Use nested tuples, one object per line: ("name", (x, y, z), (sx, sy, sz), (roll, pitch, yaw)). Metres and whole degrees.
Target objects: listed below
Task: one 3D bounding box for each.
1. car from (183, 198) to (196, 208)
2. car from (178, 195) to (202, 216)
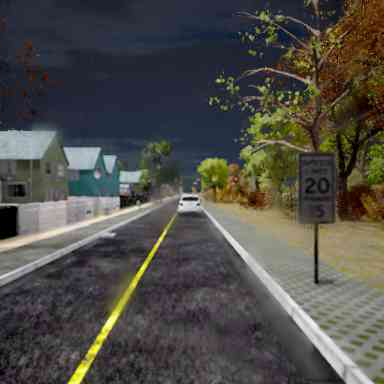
("car", (-0.399, 1.666, 52.820), (2.033, 1.411, 5.357), (0, 0, 0))
("car", (-0.194, 1.298, 33.441), (2.150, 2.045, 5.566), (0, 0, -1))
